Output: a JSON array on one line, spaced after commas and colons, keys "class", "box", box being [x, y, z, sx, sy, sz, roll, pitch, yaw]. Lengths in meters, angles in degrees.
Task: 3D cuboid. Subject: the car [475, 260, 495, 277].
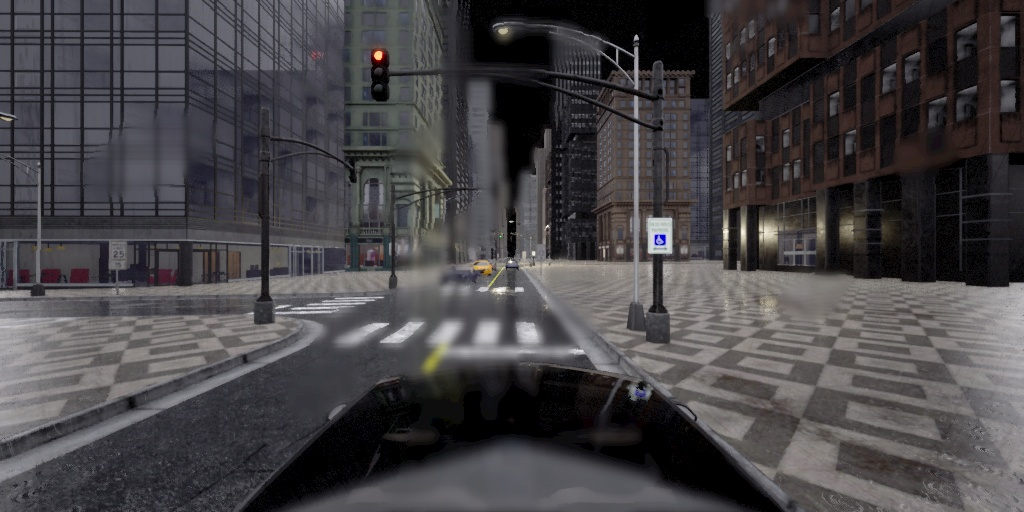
[{"class": "car", "box": [-3.085, 1.229, 36.551, 1.882, 1.535, 5.008, 0, 0, 0]}]

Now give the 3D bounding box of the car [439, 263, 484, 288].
[{"class": "car", "box": [-3.430, 1.351, 24.165, 1.895, 1.301, 4.718, 0, 0, 5]}]

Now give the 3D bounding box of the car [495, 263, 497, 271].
[{"class": "car", "box": [-3.068, 1.321, 48.072, 1.994, 1.385, 4.181, 0, 0, 0]}]

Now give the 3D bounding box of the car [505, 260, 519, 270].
[{"class": "car", "box": [0.015, 1.325, 53.451, 1.994, 1.385, 4.181, 0, 0, 0]}]
